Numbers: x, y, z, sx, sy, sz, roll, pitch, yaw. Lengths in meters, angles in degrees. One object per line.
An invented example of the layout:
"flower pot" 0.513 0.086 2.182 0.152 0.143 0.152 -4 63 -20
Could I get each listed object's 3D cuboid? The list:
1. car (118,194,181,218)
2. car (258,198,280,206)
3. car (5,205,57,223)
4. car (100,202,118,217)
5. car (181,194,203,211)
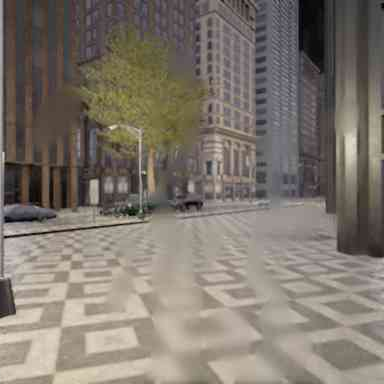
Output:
"car" -3.865 1.272 31.147 2.150 2.045 5.566 0 0 36
"car" 12.570 1.610 54.070 1.895 1.301 4.718 0 0 36
"car" -12.678 1.641 24.340 2.033 1.411 5.357 0 0 36
"car" -6.880 1.625 32.434 1.994 1.385 4.181 0 0 35
"car" -0.784 1.258 40.917 2.150 2.045 5.566 0 0 36
